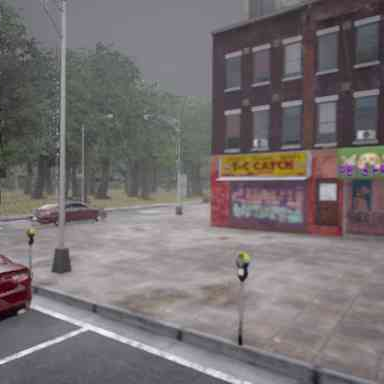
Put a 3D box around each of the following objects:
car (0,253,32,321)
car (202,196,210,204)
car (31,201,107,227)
[{"bbox_3d":[-4.802,1.558,6.221,4.507,1.381,1.887,0,1,36],"label":"car"},{"bbox_3d":[3.191,0.774,40.465,1.895,1.301,4.718,1,2,36],"label":"car"},{"bbox_3d":[-7.454,1.253,20.470,1.812,1.442,4.674,1,2,35],"label":"car"}]
